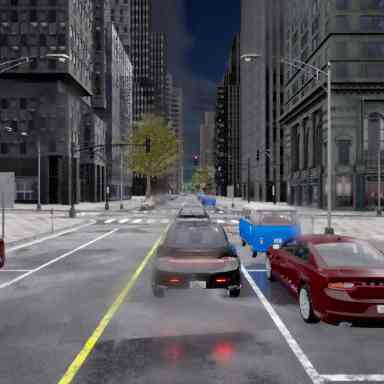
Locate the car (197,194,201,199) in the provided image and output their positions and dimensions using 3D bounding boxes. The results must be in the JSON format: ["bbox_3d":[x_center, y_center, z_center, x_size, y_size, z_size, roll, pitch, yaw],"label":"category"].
[{"bbox_3d":[2.664,1.599,72.167,2.008,1.369,4.403,0,0,0],"label":"car"}]

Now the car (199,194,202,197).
[{"bbox_3d":[2.679,1.579,61.340,1.887,1.381,4.507,0,0,0],"label":"car"}]

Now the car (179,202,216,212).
[{"bbox_3d":[0.061,1.495,17.928,2.128,1.511,4.902,0,0,1],"label":"car"}]

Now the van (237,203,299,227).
[{"bbox_3d":[2.763,1.343,12.530,1.690,1.788,3.998,0,0,0],"label":"van"}]

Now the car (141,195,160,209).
[{"bbox_3d":[-5.829,1.545,44.934,1.752,1.417,4.829,0,0,0],"label":"car"}]

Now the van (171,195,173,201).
[{"bbox_3d":[-5.867,1.395,76.840,1.690,1.788,3.998,0,0,0],"label":"van"}]

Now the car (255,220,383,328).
[{"bbox_3d":[2.769,1.545,7.004,1.887,1.381,4.507,0,0,0],"label":"car"}]

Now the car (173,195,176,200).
[{"bbox_3d":[-5.882,1.636,87.417,1.947,1.339,4.313,0,0,0],"label":"car"}]

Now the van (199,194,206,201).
[{"bbox_3d":[2.650,1.404,82.994,1.690,1.788,3.998,0,0,0],"label":"van"}]

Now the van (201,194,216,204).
[{"bbox_3d":[2.695,1.365,50.514,1.690,1.788,3.998,0,0,0],"label":"van"}]

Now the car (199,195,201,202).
[{"bbox_3d":[2.687,1.595,55.927,1.947,1.339,4.313,0,0,0],"label":"car"}]

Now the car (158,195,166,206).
[{"bbox_3d":[-5.838,1.574,55.684,1.887,1.381,4.507,0,0,0],"label":"car"}]

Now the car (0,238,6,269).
[{"bbox_3d":[-5.786,1.545,7.011,1.887,1.381,4.507,0,0,0],"label":"car"}]

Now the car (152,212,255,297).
[{"bbox_3d":[0.089,1.492,8.542,2.128,1.511,4.902,0,0,0],"label":"car"}]

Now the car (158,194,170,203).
[{"bbox_3d":[-5.844,1.349,60.974,2.192,1.841,5.009,0,0,0],"label":"car"}]
